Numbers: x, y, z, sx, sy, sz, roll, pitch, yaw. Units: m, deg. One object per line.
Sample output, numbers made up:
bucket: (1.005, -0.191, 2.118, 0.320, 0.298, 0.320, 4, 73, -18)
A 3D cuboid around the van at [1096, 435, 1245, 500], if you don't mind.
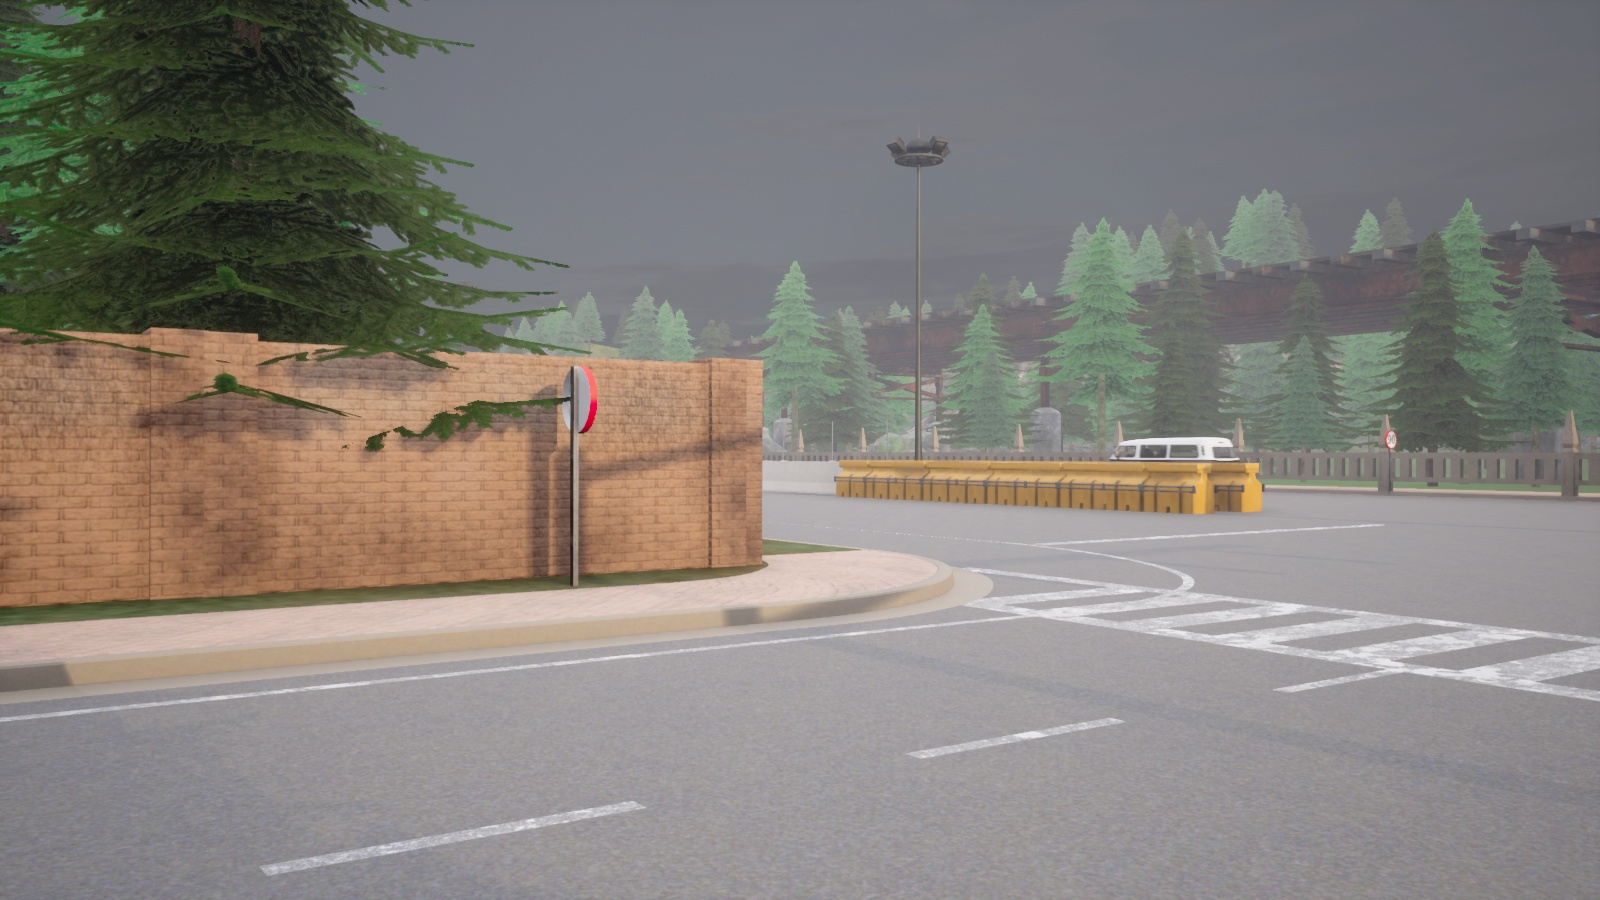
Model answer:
van: (12.317, 0.547, 42.012, 2.069, 2.038, 4.480, 0, 0, -35)
